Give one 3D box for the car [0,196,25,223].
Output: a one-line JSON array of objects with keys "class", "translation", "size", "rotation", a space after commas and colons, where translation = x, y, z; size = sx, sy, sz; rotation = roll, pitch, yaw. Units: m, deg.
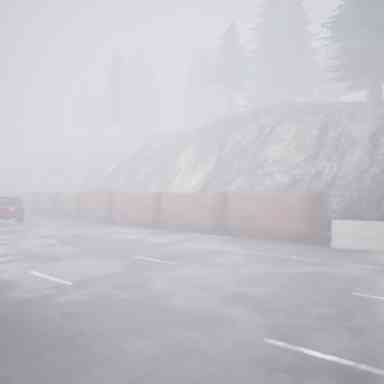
[{"class": "car", "translation": [-14.924, 1.343, 25.962], "size": [2.150, 2.045, 5.566], "rotation": [0, 0, -45]}]
